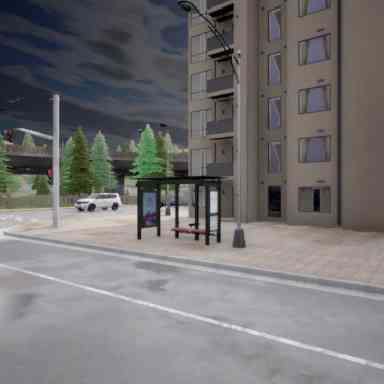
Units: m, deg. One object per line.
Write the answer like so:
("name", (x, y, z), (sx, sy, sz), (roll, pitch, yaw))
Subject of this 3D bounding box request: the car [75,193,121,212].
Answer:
("car", (-10.741, 1.158, 38.485), (2.150, 2.045, 5.566), (0, 0, 37))

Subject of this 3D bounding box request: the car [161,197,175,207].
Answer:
("car", (-2.541, 1.484, 48.222), (5.357, 1.411, 2.033), (0, 0, -42))
